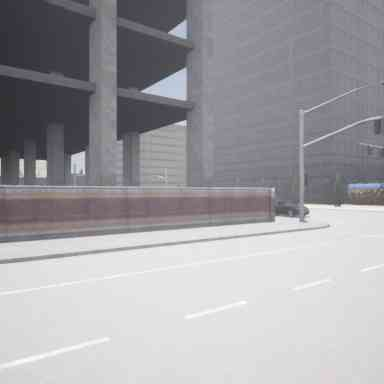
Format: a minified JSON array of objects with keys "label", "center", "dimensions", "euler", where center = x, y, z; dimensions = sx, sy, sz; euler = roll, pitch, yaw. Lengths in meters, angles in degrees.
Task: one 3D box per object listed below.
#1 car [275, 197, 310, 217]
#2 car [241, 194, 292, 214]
[{"label":"car","center":[8.547,1.496,30.860],"dimensions":[1.837,1.490,4.892],"euler":[0,0,-35]},{"label":"car","center":[8.222,1.212,37.318],"dimensions":[2.150,2.045,5.566],"euler":[0,0,-36]}]
